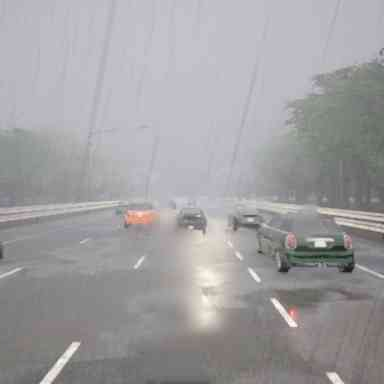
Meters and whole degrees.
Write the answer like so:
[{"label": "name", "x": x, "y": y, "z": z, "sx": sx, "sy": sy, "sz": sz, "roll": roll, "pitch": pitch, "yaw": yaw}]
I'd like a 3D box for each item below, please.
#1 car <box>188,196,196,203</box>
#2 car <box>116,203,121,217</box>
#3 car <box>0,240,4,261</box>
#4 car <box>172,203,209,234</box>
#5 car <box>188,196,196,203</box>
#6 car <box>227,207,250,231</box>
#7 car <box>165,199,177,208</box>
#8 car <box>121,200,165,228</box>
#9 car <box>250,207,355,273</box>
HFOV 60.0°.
[{"label": "car", "x": -0.003, "y": 2.221, "z": 75.606, "sx": 2.033, "sy": 1.411, "sz": 5.357, "roll": 0, "pitch": -1, "yaw": 0}, {"label": "car", "x": -6.901, "y": 1.816, "z": 35.806, "sx": 2.128, "sy": 1.511, "sz": 4.902, "roll": 0, "pitch": -1, "yaw": 0}, {"label": "car", "x": -6.903, "y": 1.585, "z": 8.665, "sx": 1.837, "sy": 1.490, "sz": 4.892, "roll": 0, "pitch": 0, "yaw": 0}, {"label": "car", "x": -0.047, "y": 1.693, "z": 20.506, "sx": 1.837, "sy": 1.490, "sz": 4.892, "roll": 0, "pitch": 0, "yaw": 0}, {"label": "car", "x": -0.003, "y": 2.053, "z": 91.970, "sx": 2.150, "sy": 2.045, "sz": 5.566, "roll": 0, "pitch": -1, "yaw": 0}, {"label": "car", "x": 3.500, "y": 1.707, "z": 22.253, "sx": 2.163, "sy": 1.488, "sz": 4.792, "roll": 0, "pitch": -1, "yaw": 0}, {"label": "car", "x": -3.400, "y": 1.809, "z": 50.574, "sx": 2.097, "sy": 1.767, "sz": 4.553, "roll": 0, "pitch": -1, "yaw": 0}, {"label": "car", "x": -3.401, "y": 1.570, "z": 23.921, "sx": 2.097, "sy": 1.767, "sz": 4.553, "roll": 0, "pitch": -1, "yaw": 0}, {"label": "car", "x": 3.500, "y": 1.455, "z": 11.195, "sx": 2.097, "sy": 1.767, "sz": 4.553, "roll": 0, "pitch": -1, "yaw": 0}]
